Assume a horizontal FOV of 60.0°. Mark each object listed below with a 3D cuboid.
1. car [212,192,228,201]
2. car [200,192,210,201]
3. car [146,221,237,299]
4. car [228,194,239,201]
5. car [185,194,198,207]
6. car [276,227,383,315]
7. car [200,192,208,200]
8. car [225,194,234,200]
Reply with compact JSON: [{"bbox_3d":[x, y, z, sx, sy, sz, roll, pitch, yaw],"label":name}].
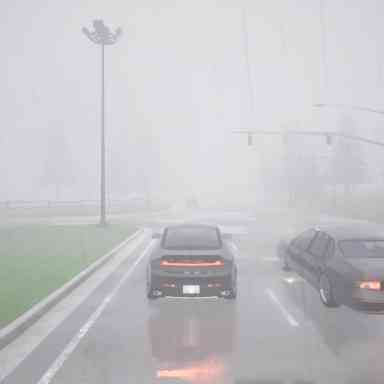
[{"bbox_3d":[6.901,1.517,82.543,2.128,1.511,4.902,0,0,0],"label":"car"},{"bbox_3d":[3.401,1.348,82.925,2.097,1.767,4.553,0,0,0],"label":"car"},{"bbox_3d":[0.000,1.505,8.408,1.837,1.490,4.892,0,0,0],"label":"car"},{"bbox_3d":[10.401,1.348,82.934,2.097,1.767,4.553,0,0,0],"label":"car"},{"bbox_3d":[-0.062,1.478,51.914,1.882,1.535,5.008,0,0,0],"label":"car"},{"bbox_3d":[3.495,1.547,7.853,2.033,1.411,5.357,0,0,0],"label":"car"},{"bbox_3d":[3.389,1.057,92.988,2.150,2.045,5.566,0,0,0],"label":"car"},{"bbox_3d":[10.389,1.332,92.967,1.837,1.490,4.892,0,0,0],"label":"car"}]
